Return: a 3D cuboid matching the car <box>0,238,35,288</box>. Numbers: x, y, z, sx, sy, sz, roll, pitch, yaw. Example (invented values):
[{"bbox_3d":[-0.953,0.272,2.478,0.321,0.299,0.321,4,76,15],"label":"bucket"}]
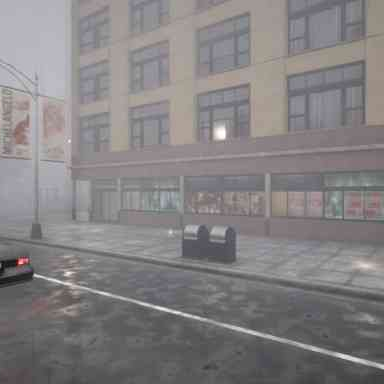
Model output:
[{"bbox_3d":[-6.030,1.547,8.165,5.357,1.411,2.033,0,0,35],"label":"car"}]
